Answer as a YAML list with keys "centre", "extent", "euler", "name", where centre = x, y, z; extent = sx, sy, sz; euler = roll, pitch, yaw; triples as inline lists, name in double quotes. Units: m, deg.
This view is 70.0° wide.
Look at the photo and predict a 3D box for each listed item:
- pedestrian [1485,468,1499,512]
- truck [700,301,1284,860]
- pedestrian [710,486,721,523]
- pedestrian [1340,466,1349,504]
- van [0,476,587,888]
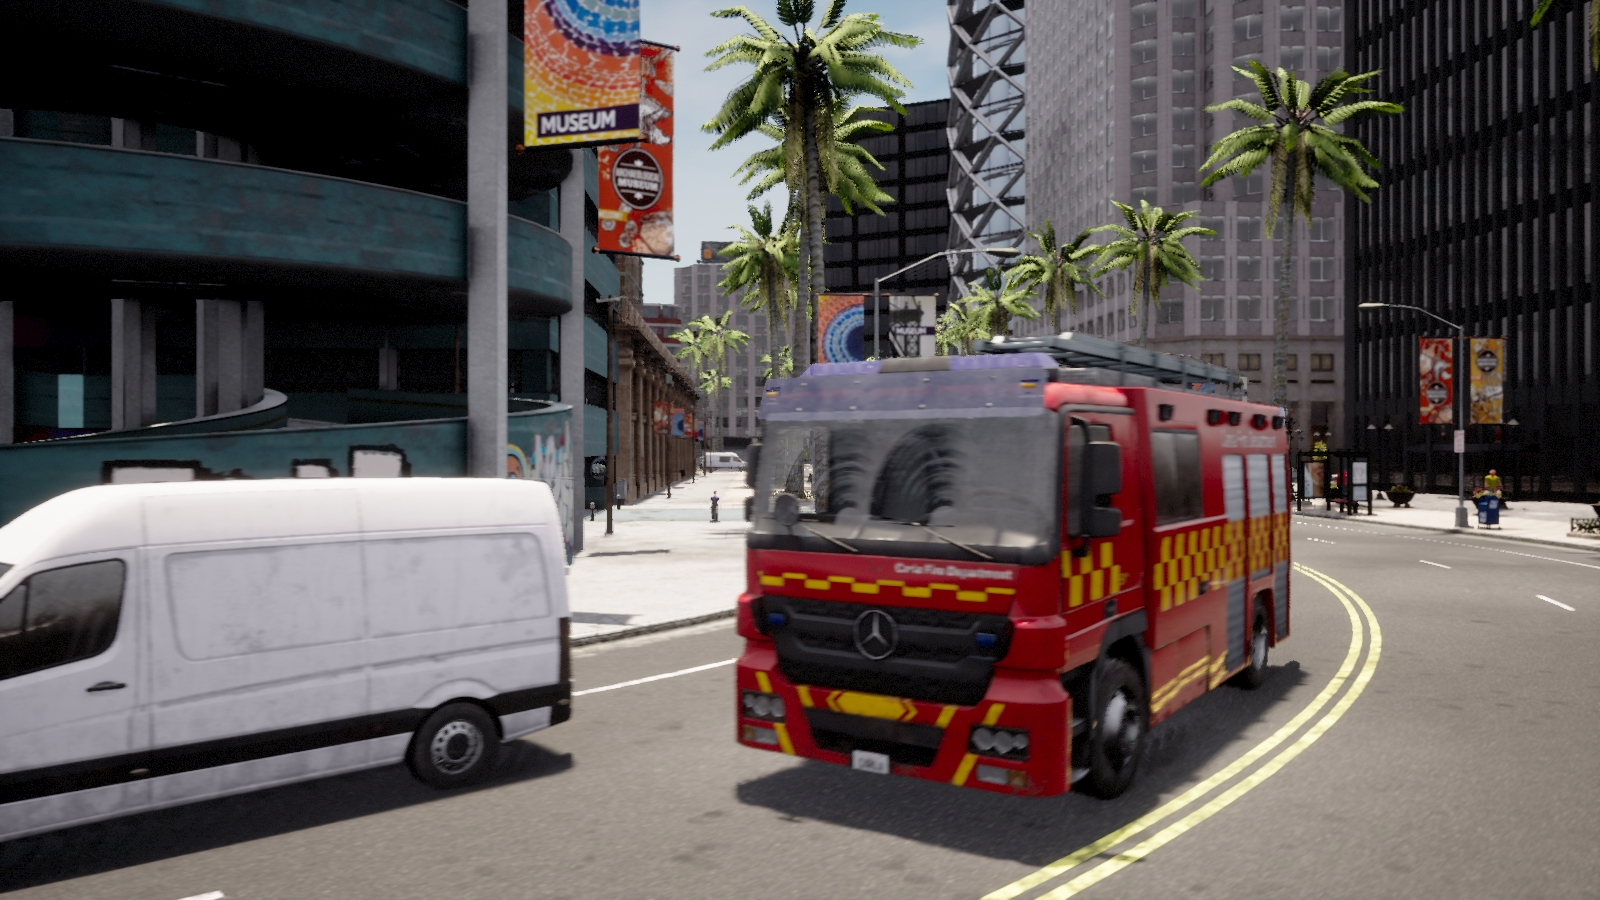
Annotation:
- centre: [29.877, 1.714, 49.307]
  extent: [0.375, 1.860, 0.375]
  euler: [0, 0, 2]
  name: "pedestrian"
- centre: [2.737, 0.894, 12.154]
  extent: [2.891, 3.827, 8.468]
  euler: [0, 0, 34]
  name: "truck"
- centre: [-3.097, 1.992, 41.820]
  extent: [0.375, 1.300, 0.375]
  euler: [0, 0, -1]
  name: "pedestrian"
- centre: [26.754, 1.709, 56.152]
  extent: [0.375, 1.860, 0.375]
  euler: [0, 0, 33]
  name: "pedestrian"
- centre: [-4.776, 1.539, 9.035]
  extent: [5.915, 2.561, 1.988]
  euler: [0, 0, -42]
  name: "van"
